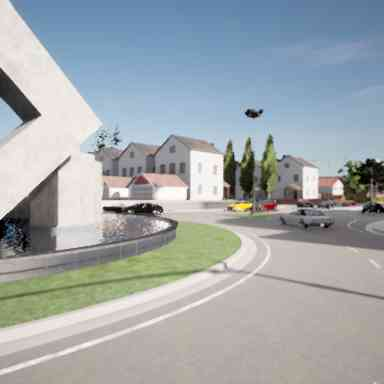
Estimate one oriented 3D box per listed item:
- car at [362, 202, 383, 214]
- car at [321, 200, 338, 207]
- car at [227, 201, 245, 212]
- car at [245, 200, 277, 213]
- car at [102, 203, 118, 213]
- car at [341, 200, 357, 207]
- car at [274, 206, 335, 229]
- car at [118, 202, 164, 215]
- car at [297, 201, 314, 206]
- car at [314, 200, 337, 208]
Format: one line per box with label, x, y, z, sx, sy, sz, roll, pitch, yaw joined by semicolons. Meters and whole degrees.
car;23.846;2.110;43.626;1.837;1.490;4.892;-1;-1;43
car;29.772;2.455;71.890;1.837;1.490;4.892;0;-1;44
car;7.228;2.071;48.949;5.008;1.535;1.882;1;-1;-41
car;10.100;1.936;46.868;4.553;1.767;2.097;1;-1;-41
car;-9.473;2.031;41.036;4.718;1.301;1.895;0;-1;-2
car;33.238;2.432;70.457;1.882;1.535;5.008;0;-1;44
car;8.134;1.916;24.273;1.895;1.301;4.718;0;-1;-13
car;-5.634;1.919;38.129;4.892;1.490;1.837;1;0;-14
car;21.699;2.387;63.390;1.994;1.385;4.181;0;-1;43
car;24.997;2.344;61.784;1.812;1.442;4.674;0;-1;44
